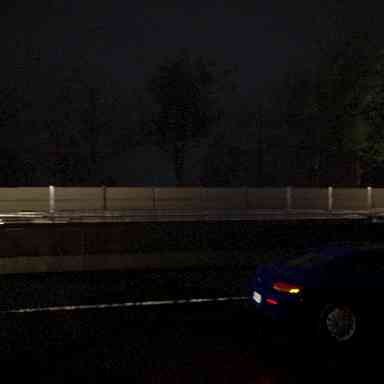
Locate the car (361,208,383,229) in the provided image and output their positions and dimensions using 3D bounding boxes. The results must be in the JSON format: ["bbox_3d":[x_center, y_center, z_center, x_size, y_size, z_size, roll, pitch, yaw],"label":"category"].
[{"bbox_3d":[16.354,2.073,26.428,5.008,1.535,1.882,0,-1,-10],"label":"car"}]

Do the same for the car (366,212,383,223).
[{"bbox_3d":[15.277,1.728,22.692,5.566,2.045,2.150,0,-1,-10],"label":"car"}]

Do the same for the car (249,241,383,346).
[{"bbox_3d":[3.402,1.672,6.207,4.674,1.442,1.812,0,-1,-10],"label":"car"}]
